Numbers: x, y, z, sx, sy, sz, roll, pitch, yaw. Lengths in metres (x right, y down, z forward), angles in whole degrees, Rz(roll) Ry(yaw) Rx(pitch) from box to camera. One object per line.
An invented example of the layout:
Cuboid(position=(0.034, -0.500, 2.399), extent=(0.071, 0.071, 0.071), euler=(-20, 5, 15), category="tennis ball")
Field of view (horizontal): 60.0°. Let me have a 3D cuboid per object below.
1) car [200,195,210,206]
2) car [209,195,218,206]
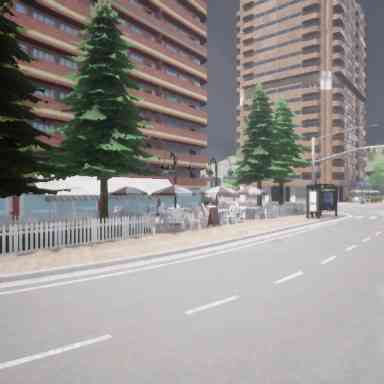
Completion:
Cuboid(position=(0.234, 1.652, 53.661), extent=(4.181, 1.385, 1.994), euler=(0, 0, 38), category="car")
Cuboid(position=(2.403, 1.612, 56.408), extent=(4.892, 1.490, 1.837), euler=(0, 0, 38), category="car")
